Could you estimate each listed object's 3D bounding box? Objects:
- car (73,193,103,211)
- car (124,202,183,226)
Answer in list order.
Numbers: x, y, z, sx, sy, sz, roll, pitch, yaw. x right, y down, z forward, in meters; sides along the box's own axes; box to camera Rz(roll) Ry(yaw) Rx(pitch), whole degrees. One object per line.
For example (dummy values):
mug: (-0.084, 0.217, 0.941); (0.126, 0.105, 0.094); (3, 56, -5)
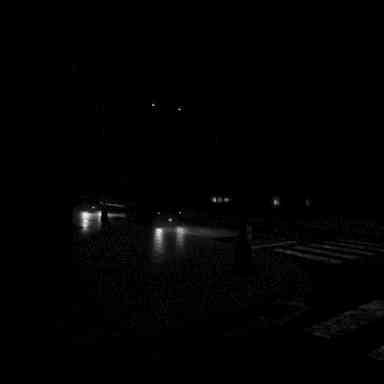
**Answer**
car: (-10.245, 1.071, 32.156); (1.895, 1.301, 4.718); (0, 1, -35)
car: (-2.533, 1.292, 21.189); (1.895, 1.301, 4.718); (0, 1, -35)
